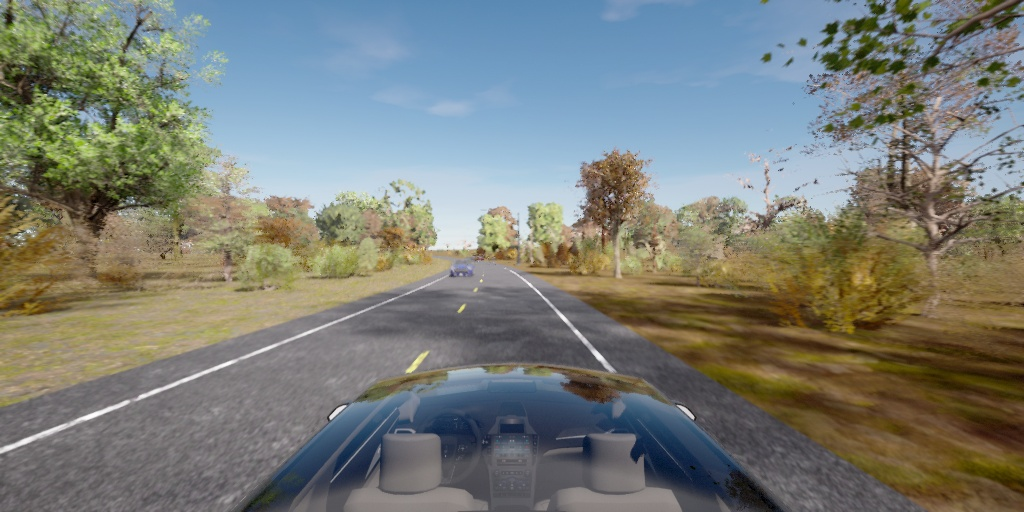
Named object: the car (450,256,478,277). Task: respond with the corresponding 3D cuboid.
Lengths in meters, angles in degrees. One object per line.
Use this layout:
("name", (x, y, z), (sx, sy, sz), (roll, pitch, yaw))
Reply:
("car", (-4.663, 1.064, 34.086), (2.097, 1.767, 4.553), (0, 0, -4))
